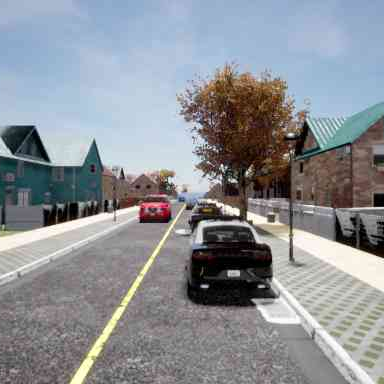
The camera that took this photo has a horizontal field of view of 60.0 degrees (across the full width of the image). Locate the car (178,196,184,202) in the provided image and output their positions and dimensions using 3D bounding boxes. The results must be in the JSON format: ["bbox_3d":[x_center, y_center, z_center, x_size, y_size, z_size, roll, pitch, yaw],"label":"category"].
[{"bbox_3d":[-2.592,1.811,83.450,1.882,1.535,5.008,0,0,0],"label":"car"}]

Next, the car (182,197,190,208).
[{"bbox_3d":[0.113,1.642,45.053,2.033,1.411,5.357,0,0,1],"label":"car"}]

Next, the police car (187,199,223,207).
[{"bbox_3d":[0.861,1.436,19.250,1.930,1.638,5.238,0,0,0],"label":"police car"}]

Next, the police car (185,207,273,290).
[{"bbox_3d":[0.843,1.429,9.250,1.930,1.638,5.238,0,0,0],"label":"police car"}]

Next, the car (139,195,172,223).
[{"bbox_3d":[-2.800,1.236,26.411,2.150,2.045,5.566,0,0,0],"label":"car"}]

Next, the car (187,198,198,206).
[{"bbox_3d":[0.118,1.758,62.058,1.994,1.385,4.181,0,0,0],"label":"car"}]
